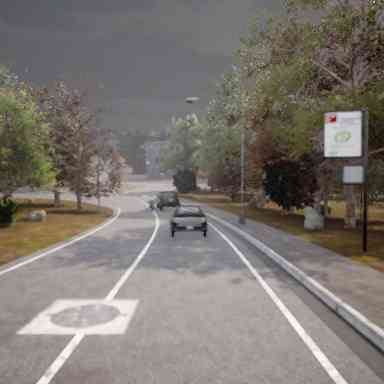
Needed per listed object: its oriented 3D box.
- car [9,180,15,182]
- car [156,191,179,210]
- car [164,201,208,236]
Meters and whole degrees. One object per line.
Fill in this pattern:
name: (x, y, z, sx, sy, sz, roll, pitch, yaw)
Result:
car: (-43.356, -2.391, 80.212, 2.150, 2.045, 5.566, 1, 5, 9)
car: (-2.792, 0.894, 37.732, 2.150, 2.045, 5.566, -1, 2, -12)
car: (-0.250, 1.456, 18.062, 2.128, 1.511, 4.902, 0, 0, -3)
